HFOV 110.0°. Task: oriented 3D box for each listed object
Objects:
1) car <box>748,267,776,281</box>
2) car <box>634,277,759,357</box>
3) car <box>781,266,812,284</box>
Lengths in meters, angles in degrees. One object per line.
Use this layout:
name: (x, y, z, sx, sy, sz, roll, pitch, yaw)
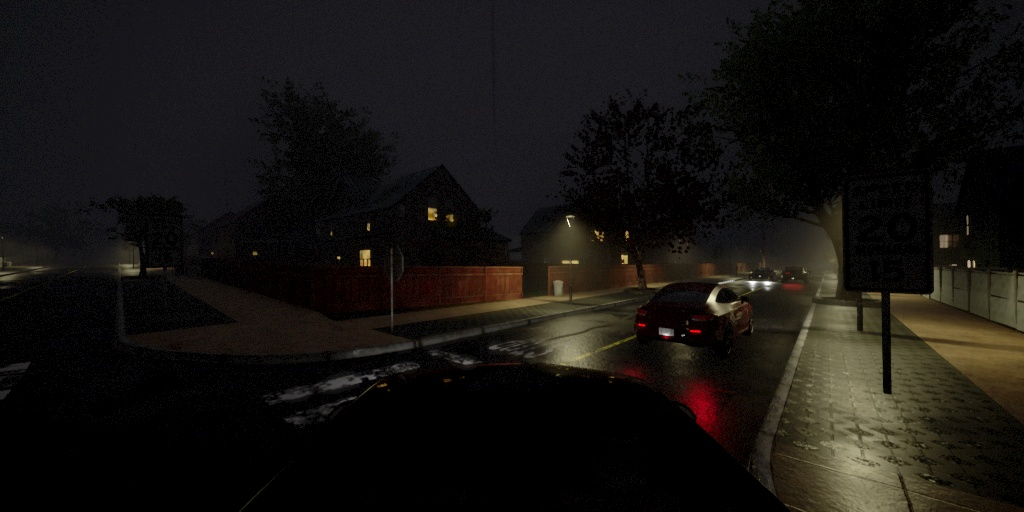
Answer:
car: (25.876, 1.854, 37.008, 1.994, 1.385, 4.181, -1, -1, 42)
car: (4.587, 1.366, 8.836, 1.812, 1.442, 4.674, -1, -1, 42)
car: (26.164, 1.730, 33.093, 1.837, 1.490, 4.892, -1, -1, 42)
